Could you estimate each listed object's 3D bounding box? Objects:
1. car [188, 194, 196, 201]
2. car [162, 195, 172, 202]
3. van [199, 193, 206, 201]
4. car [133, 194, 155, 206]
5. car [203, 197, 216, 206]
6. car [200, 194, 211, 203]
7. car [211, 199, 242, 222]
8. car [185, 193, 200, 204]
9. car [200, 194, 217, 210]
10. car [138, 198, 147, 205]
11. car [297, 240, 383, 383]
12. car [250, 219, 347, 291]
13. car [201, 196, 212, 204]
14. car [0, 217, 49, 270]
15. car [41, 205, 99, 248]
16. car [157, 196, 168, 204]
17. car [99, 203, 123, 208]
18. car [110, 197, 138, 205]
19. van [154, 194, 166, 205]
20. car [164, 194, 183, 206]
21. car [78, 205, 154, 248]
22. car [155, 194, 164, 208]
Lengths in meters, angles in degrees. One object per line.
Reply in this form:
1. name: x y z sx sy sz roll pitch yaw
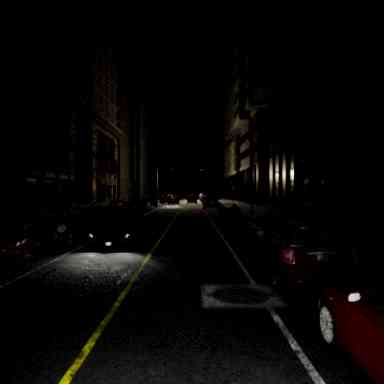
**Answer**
1. car: 0.035 1.296 79.179 1.882 1.535 5.008 0 0 0
2. car: -5.727 1.393 76.176 1.967 1.590 4.097 0 0 0
3. van: 2.804 1.292 87.391 1.690 1.788 3.998 0 0 0
4. car: -5.743 1.284 36.964 2.192 1.841 5.009 0 0 0
5. car: 2.788 1.509 53.778 2.008 1.369 4.403 0 0 0
6. car: 2.796 1.268 70.585 2.192 1.841 5.009 0 0 0
7. car: 2.776 1.522 25.768 1.887 1.381 4.507 0 0 0
8. car: 0.027 1.433 61.209 1.882 1.535 5.008 0 0 0
9. car: 2.405 1.317 42.395 2.097 1.767 4.553 0 0 0
10. car: -5.747 1.539 31.362 1.947 1.339 4.313 0 0 0
11. car: 2.766 1.542 3.360 1.887 1.381 4.507 0 0 0
12. car: 2.769 1.432 8.962 1.967 1.590 4.097 0 0 0
13. car: 2.793 1.536 64.982 1.802 1.307 4.206 0 0 0
14. car: -5.757 1.574 8.955 1.802 1.307 4.206 0 0 0
15. car: -5.754 1.428 14.557 1.967 1.590 4.097 0 0 0
16. car: -5.732 1.480 64.802 1.752 1.417 4.829 0 0 0
17. car: -5.751 1.549 20.159 1.947 1.339 4.313 0 0 0
18. car: -5.749 1.418 25.760 1.967 1.590 4.097 0 0 0
19. van: -5.733 1.298 59.370 1.690 1.788 3.998 0 0 0
20. car: -3.043 1.450 55.051 2.128 1.511 4.902 0 0 0
21. car: -3.094 1.535 14.956 2.033 1.411 5.357 0 0 0
22. car: -5.738 1.277 48.167 2.192 1.841 5.009 0 0 0
